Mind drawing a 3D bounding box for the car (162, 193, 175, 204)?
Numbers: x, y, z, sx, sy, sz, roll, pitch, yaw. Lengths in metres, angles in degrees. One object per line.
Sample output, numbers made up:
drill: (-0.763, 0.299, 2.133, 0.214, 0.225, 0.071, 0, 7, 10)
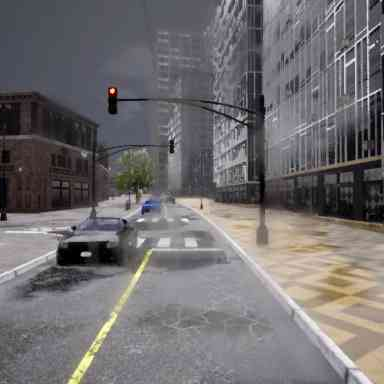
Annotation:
car: (-4.287, 1.498, 64.299, 1.837, 1.490, 4.892, 0, 0, -8)

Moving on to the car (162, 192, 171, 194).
car: (-5.756, 1.045, 74.638, 2.150, 2.045, 5.566, 0, 0, -9)

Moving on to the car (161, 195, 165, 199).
car: (-5.354, 1.558, 48.482, 1.994, 1.385, 4.181, 0, 0, -6)

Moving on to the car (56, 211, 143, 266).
car: (-3.040, 1.565, 11.386, 1.994, 1.385, 4.181, 0, 0, -2)

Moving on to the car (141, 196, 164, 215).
car: (-4.173, 1.475, 34.658, 1.882, 1.535, 5.008, 0, 0, -4)
